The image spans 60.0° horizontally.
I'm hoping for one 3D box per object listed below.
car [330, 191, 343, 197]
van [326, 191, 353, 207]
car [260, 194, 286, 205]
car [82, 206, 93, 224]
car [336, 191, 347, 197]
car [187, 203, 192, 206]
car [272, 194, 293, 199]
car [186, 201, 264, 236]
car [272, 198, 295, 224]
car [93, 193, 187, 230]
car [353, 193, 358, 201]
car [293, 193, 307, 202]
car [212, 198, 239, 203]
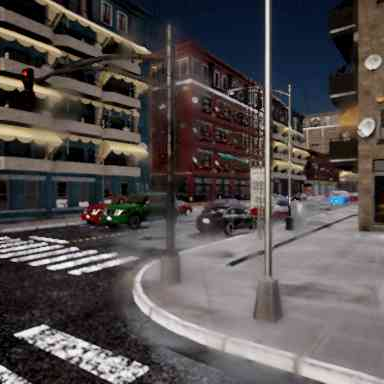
[{"bbox_3d":[33.535,0.476,77.139,1.802,1.307,4.206,1,1,35],"label":"car"},{"bbox_3d":[17.920,0.792,40.394,1.690,1.788,3.998,1,1,35],"label":"van"},{"bbox_3d":[11.090,1.018,45.253,1.947,1.339,4.313,1,1,35],"label":"car"},{"bbox_3d":[-4.941,1.167,22.473,2.192,1.841,5.009,1,1,35],"label":"car"},{"bbox_3d":[36.741,0.397,81.695,1.802,1.307,4.206,1,1,35],"label":"car"},{"bbox_3d":[-1.736,1.317,27.033,1.887,1.381,4.507,1,1,35],"label":"car"},{"bbox_3d":[9.591,1.034,38.619,2.128,1.511,4.902,0,1,35],"label":"car"},{"bbox_3d":[1.887,1.417,17.622,1.947,1.339,4.313,1,1,35],"label":"car"},{"bbox_3d":[5.094,1.353,22.177,1.802,1.307,4.206,1,1,35],"label":"car"},{"bbox_3d":[-3.020,1.078,20.732,2.150,2.045,5.566,0,1,35],"label":"car"},{"bbox_3d":[24.332,0.836,49.507,1.887,1.381,4.507,1,1,35],"label":"car"},{"bbox_3d":[17.502,0.858,54.364,1.947,1.339,4.313,1,1,35],"label":"car"},{"bbox_3d":[2.910,1.255,29.145,2.033,1.411,5.357,0,1,35],"label":"car"}]
